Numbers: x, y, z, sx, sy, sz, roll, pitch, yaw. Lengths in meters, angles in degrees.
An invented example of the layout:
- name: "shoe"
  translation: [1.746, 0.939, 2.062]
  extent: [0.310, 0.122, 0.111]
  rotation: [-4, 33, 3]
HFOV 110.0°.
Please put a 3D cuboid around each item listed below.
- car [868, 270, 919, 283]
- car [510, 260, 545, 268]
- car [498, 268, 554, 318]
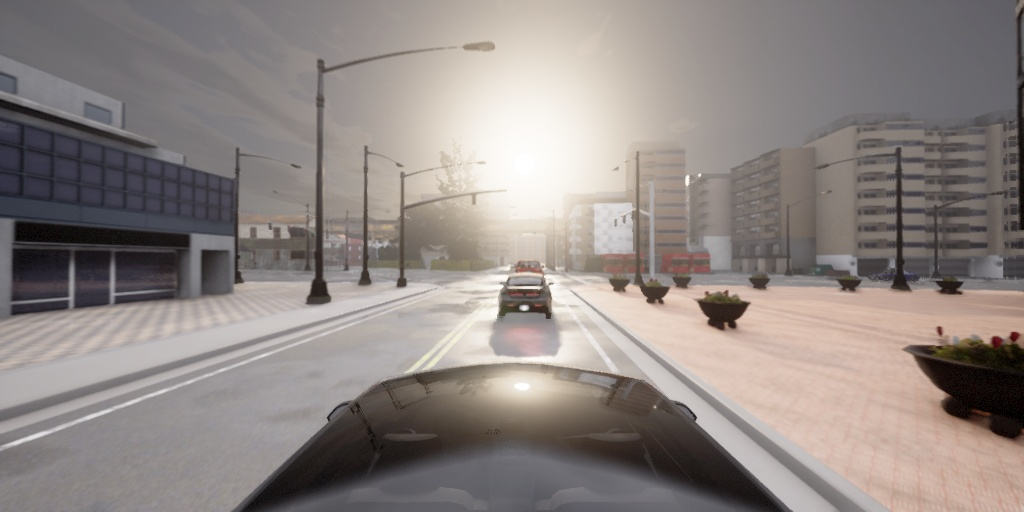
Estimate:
- name: "car"
  translation: [44.537, 2.318, 41.897]
  extent: [4.674, 1.442, 1.812]
  rotation: [1, -1, 3]
- name: "car"
  translation: [1.308, 1.300, 27.528]
  extent: [2.150, 2.045, 5.566]
  rotation: [0, -1, 4]
- name: "car"
  translation: [0.547, 1.403, 13.721]
  extent: [1.837, 1.490, 4.892]
  rotation: [0, 0, 4]
